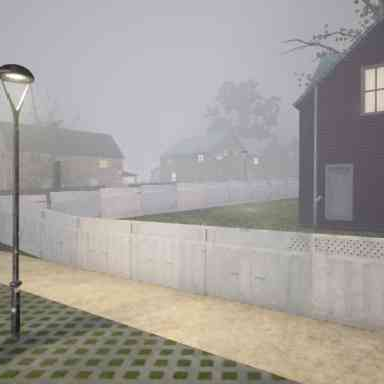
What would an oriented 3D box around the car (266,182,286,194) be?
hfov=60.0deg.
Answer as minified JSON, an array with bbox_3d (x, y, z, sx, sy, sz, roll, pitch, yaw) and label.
[{"bbox_3d":[6.729,-0.401,32.806,5.008,1.535,1.882,-4,3,-40],"label":"car"}]

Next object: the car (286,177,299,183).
[{"bbox_3d":[12.578,-1.115,41.505,4.553,1.767,2.097,-4,3,-39],"label":"car"}]

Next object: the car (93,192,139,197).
[{"bbox_3d":[-5.648,0.466,26.280,4.718,1.301,1.895,-4,3,-40],"label":"car"}]
